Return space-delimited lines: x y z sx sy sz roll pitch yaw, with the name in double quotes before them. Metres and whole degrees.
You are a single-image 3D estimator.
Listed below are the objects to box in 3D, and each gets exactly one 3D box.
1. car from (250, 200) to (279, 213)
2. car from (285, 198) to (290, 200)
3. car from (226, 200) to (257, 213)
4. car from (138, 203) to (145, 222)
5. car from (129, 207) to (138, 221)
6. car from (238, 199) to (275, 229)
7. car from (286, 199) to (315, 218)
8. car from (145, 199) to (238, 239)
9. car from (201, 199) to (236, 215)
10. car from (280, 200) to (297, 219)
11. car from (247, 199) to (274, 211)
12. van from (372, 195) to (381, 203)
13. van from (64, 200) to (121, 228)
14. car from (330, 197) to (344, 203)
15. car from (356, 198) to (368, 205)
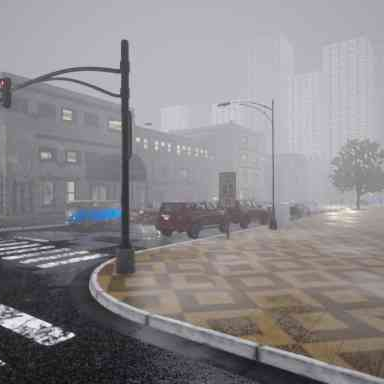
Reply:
"car" 8.737 1.706 39.822 1.994 1.385 4.181 0 0 35
"car" 15.612 1.742 54.021 1.752 1.417 4.829 -1 -1 35
"car" 6.120 1.701 40.644 2.008 1.369 4.403 -1 -1 35
"car" -1.535 1.582 25.374 1.837 1.490 4.892 0 0 35
"car" -3.470 1.531 27.130 1.967 1.590 4.097 -1 -1 35
"car" 3.365 1.368 22.284 2.192 1.841 5.009 -1 -1 35
"car" 9.760 1.657 31.292 1.947 1.339 4.313 -1 -1 35
"car" 0.169 1.350 17.779 2.192 1.841 5.009 -1 -1 35
"car" 2.924 1.570 36.141 1.967 1.590 4.097 -1 -1 35
"car" 6.563 1.616 26.787 1.887 1.381 4.507 -1 -1 35
"car" 9.318 1.722 45.150 2.008 1.369 4.403 -1 -1 35
"van" 44.923 1.693 80.851 1.690 1.788 3.998 -1 -1 35
"van" -6.667 1.414 22.626 1.690 1.788 3.998 -1 0 35
"car" 34.892 1.915 81.191 2.008 1.369 4.403 -1 -1 35
"car" 32.137 1.801 62.828 2.008 1.369 4.403 -1 -1 35
